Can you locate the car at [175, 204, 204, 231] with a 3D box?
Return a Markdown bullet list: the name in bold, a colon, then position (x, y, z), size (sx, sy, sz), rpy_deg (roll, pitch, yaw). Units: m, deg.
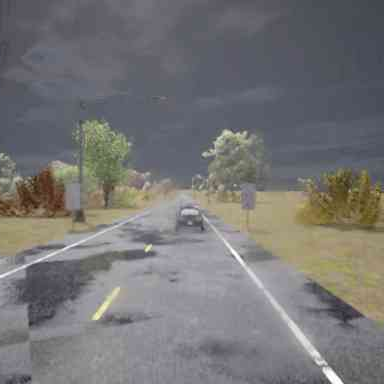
- **car**: position (-0.144, 1.756, 22.552), size (1.812, 1.442, 4.674), rpy_deg (0, -1, -1)
